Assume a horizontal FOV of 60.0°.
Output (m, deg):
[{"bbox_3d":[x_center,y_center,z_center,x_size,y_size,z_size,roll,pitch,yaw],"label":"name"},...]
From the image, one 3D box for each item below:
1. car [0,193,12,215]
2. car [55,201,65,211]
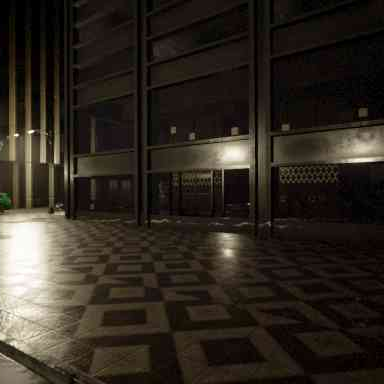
[{"bbox_3d":[-19.387,1.113,30.062,2.150,2.045,5.566,0,0,37],"label":"car"},{"bbox_3d":[-13.363,1.326,38.591,1.882,1.535,5.008,0,0,35],"label":"car"}]
